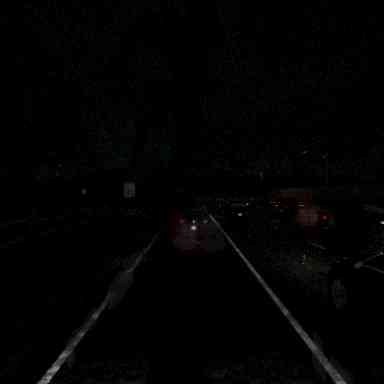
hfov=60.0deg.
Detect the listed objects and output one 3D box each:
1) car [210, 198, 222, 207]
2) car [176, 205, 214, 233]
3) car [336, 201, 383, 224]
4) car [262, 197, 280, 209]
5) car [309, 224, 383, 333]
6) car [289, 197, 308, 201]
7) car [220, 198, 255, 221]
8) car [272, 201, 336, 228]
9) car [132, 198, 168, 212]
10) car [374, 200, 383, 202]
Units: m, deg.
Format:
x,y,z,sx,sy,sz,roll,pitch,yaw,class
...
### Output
x,y,z,sx,sy,sz,roll,pitch,yaw,class
3.604,1.493,45.010,1.812,1.442,4.674,0,0,0,car
0.090,1.586,19.612,1.895,1.301,4.718,0,0,0,car
10.602,1.511,20.784,1.812,1.442,4.674,0,0,0,car
10.604,1.473,44.161,1.837,1.490,4.892,0,0,0,car
3.602,1.489,4.636,2.128,1.511,4.902,0,0,0,car
14.104,1.473,44.160,1.837,1.490,4.892,0,0,0,car
3.603,1.506,27.245,1.812,1.442,4.674,0,0,0,car
7.102,1.532,21.775,2.033,1.411,5.357,0,0,0,car
-4.856,1.477,38.091,4.892,1.490,1.837,0,-2,41,car
14.102,1.334,24.412,2.097,1.767,4.553,0,0,0,car
